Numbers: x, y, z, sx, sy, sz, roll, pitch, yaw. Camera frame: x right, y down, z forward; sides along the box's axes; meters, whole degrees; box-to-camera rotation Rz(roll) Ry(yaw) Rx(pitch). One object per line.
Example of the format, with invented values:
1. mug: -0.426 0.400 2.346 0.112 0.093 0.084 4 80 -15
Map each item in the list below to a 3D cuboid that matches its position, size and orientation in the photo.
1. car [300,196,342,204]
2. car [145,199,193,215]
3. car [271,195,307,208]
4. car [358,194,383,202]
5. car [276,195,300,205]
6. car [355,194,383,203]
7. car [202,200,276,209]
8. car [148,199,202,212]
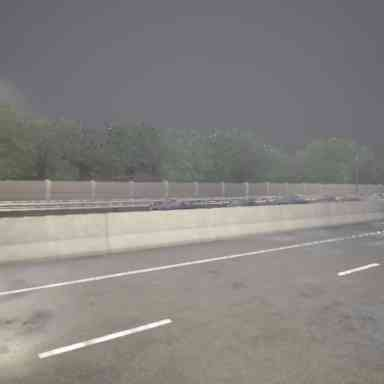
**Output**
1. car: 14.123 1.237 35.552 4.892 1.490 1.837 0 0 -36
2. car: -2.217 1.421 32.493 4.181 1.385 1.994 -1 0 -35
3. car: 12.637 1.209 43.093 4.892 1.490 1.837 -1 0 -36
4. car: 18.531 1.233 34.404 4.674 1.442 1.812 -1 0 -36
5. car: 11.655 1.336 38.092 4.718 1.301 1.895 -1 0 -36
6. car: 29.296 1.044 54.954 4.902 1.511 2.128 -1 0 -36
7. car: 3.395 1.367 23.599 4.892 1.490 1.837 -1 0 -35
8. car: -1.301 1.470 28.849 4.718 1.301 1.895 -1 0 -35
